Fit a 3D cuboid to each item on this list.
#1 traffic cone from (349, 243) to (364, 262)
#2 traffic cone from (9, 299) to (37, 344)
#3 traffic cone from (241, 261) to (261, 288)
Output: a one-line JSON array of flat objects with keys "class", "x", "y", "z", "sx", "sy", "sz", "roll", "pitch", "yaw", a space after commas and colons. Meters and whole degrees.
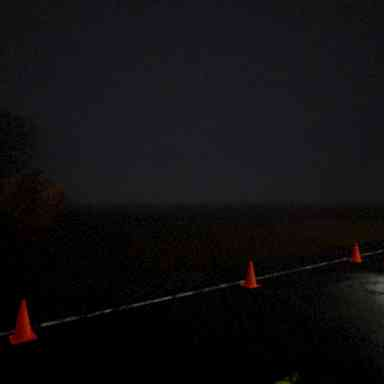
[{"class": "traffic cone", "x": 5.432, "y": 1.982, "z": 11.010, "sx": 0.340, "sy": 0.580, "sz": 0.340, "roll": 0, "pitch": 0, "yaw": -37}, {"class": "traffic cone", "x": -2.606, "y": 1.960, "z": 5.141, "sx": 0.340, "sy": 0.580, "sz": 0.340, "roll": 0, "pitch": 0, "yaw": -36}, {"class": "traffic cone", "x": 1.424, "y": 1.970, "z": 8.060, "sx": 0.340, "sy": 0.580, "sz": 0.340, "roll": 0, "pitch": 0, "yaw": -36}]
